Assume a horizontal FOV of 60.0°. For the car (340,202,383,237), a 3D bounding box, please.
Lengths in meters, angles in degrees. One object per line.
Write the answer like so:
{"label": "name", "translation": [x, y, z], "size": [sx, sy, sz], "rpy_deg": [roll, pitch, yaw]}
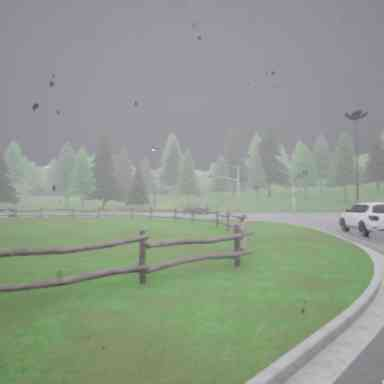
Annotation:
{"label": "car", "translation": [11.206, 1.662, 20.934], "size": [2.150, 2.045, 5.566], "rpy_deg": [0, -1, 6]}

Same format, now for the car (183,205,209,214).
{"label": "car", "translation": [0.684, 2.816, 53.197], "size": [4.674, 1.442, 1.812], "rpy_deg": [-1, -2, 42]}
